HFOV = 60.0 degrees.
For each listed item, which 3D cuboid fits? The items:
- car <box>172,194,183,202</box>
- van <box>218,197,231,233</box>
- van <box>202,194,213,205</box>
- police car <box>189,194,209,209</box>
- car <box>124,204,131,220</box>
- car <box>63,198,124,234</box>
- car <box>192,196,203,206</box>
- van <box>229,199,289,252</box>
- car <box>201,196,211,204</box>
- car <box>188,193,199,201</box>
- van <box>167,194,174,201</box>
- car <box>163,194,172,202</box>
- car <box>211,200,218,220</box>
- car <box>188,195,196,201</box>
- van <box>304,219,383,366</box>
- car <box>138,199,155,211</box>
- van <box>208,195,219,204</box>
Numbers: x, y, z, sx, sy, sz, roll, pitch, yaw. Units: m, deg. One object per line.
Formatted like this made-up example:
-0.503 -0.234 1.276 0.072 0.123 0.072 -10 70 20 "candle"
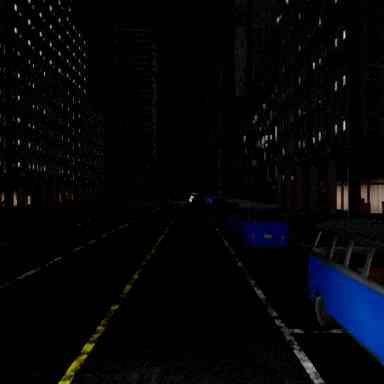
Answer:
-3.000 1.389 75.912 1.882 1.535 5.008 0 0 0 "car"
2.689 1.341 19.301 1.690 1.788 3.998 0 0 0 "van"
2.688 1.351 58.975 1.690 1.788 3.998 0 0 0 "van"
0.900 1.432 46.819 1.930 1.638 5.238 0 0 0 "police car"
-5.691 1.552 24.970 2.008 1.369 4.403 0 0 0 "car"
-5.691 1.315 19.301 2.192 1.841 5.009 0 0 0 "car"
0.900 1.488 56.709 1.882 1.535 5.008 0 0 0 "car"
2.694 1.341 13.634 1.690 1.788 3.998 0 0 0 "van"
2.689 1.538 64.813 1.752 1.417 4.829 0 0 0 "car"
0.659 1.217 62.820 2.150 2.045 5.566 0 0 4 "car"
-5.692 1.363 87.317 1.690 1.788 3.998 0 0 0 "van"
-5.691 1.542 75.810 1.752 1.417 4.829 0 0 0 "car"
2.690 1.546 24.968 1.887 1.381 4.507 0 0 0 "car"
0.001 1.445 83.065 1.994 1.385 4.181 0 0 0 "car"
2.819 1.340 4.309 1.690 1.788 3.998 0 0 0 "van"
-5.691 1.530 41.803 1.752 1.417 4.829 0 0 0 "car"
2.689 1.343 30.636 1.690 1.788 3.998 0 0 0 "van"
